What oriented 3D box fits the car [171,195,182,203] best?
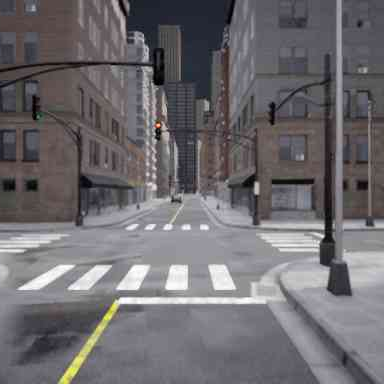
[{"bbox_3d":[-2.991,1.331,63.154,1.882,1.535,5.008,0,0,0],"label":"car"}]
